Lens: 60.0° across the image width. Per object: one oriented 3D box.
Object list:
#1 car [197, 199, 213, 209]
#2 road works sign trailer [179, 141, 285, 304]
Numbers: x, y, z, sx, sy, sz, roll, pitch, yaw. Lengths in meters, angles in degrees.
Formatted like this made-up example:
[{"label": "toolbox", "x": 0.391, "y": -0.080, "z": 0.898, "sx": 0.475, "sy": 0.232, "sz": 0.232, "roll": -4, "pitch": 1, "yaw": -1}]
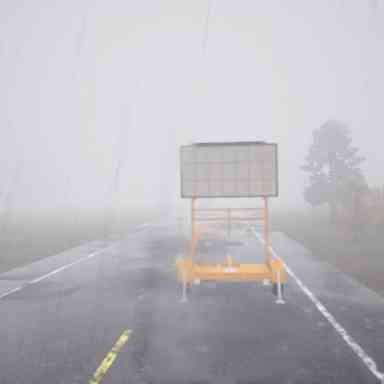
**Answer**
[{"label": "car", "x": 1.987, "y": 2.005, "z": 57.769, "sx": 2.097, "sy": 1.767, "sz": 4.553, "roll": -1, "pitch": -1, "yaw": 5}, {"label": "road works sign trailer", "x": 0.934, "y": 0.546, "z": 8.393, "sx": 2.380, "sy": 3.560, "sz": 2.880, "roll": -1, "pitch": -1, "yaw": 5}]
